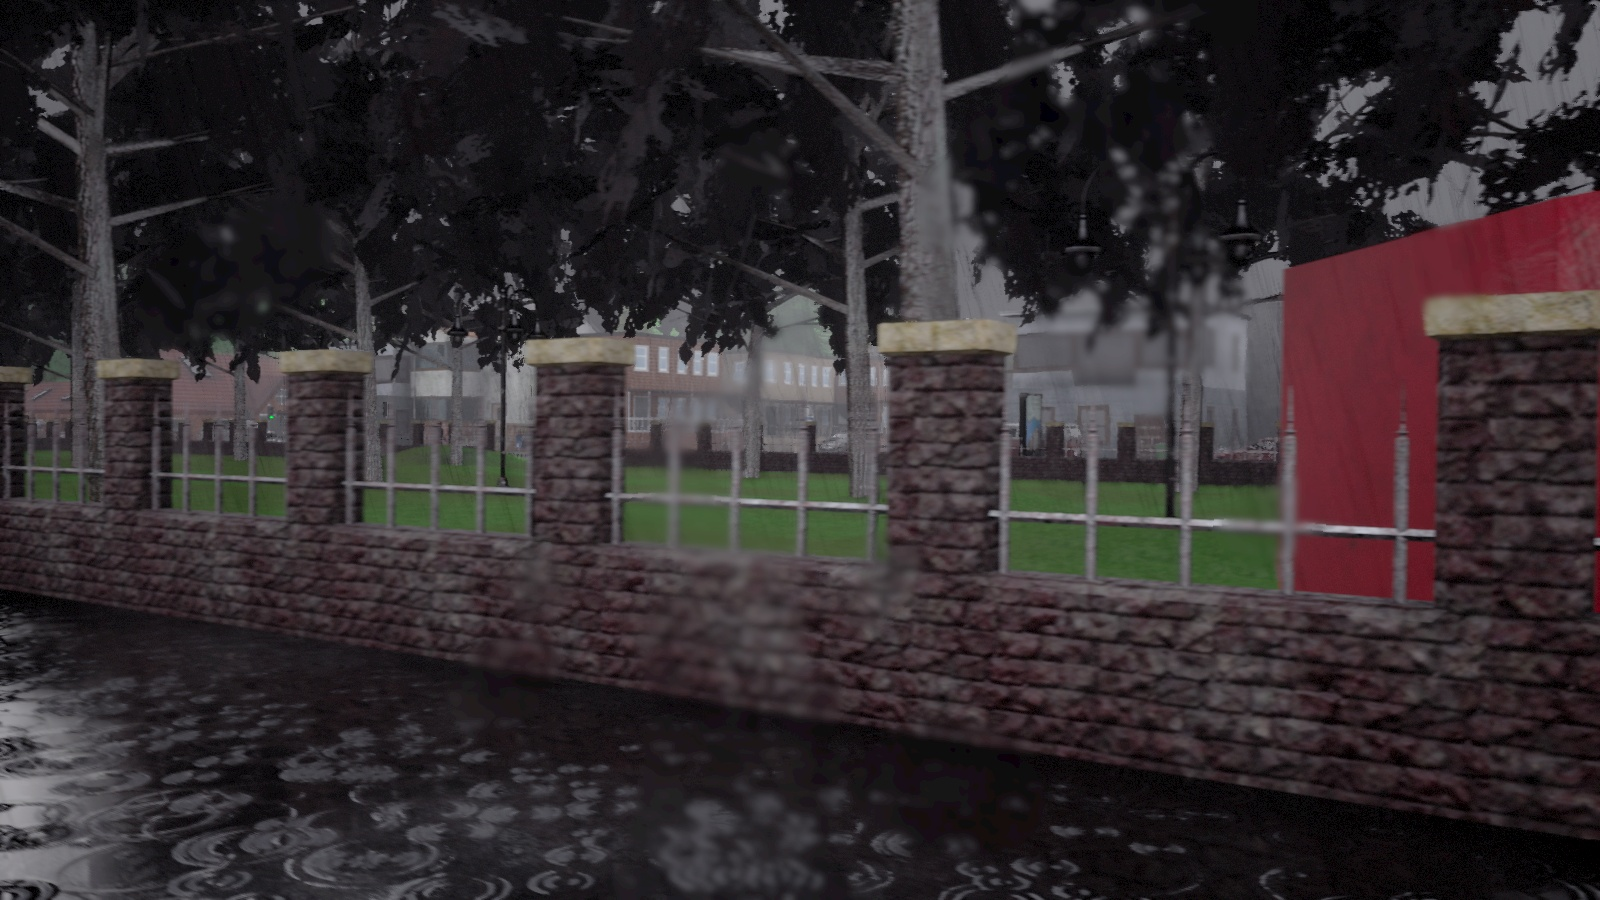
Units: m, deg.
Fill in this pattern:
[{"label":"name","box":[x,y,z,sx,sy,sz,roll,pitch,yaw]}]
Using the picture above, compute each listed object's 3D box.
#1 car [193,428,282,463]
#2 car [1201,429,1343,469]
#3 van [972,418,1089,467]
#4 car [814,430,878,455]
[{"label":"car","box":[-34.276,-0.284,76.537,5.566,2.045,2.150,0,1,32]},{"label":"car","box":[17.581,-0.042,46.879,4.674,1.442,1.812,0,1,34]},{"label":"van","box":[9.566,-0.315,52.208,4.442,1.987,1.775,0,1,34]},{"label":"car","box":[3.098,-0.516,84.152,2.033,1.649,4.856,0,1,34]}]
